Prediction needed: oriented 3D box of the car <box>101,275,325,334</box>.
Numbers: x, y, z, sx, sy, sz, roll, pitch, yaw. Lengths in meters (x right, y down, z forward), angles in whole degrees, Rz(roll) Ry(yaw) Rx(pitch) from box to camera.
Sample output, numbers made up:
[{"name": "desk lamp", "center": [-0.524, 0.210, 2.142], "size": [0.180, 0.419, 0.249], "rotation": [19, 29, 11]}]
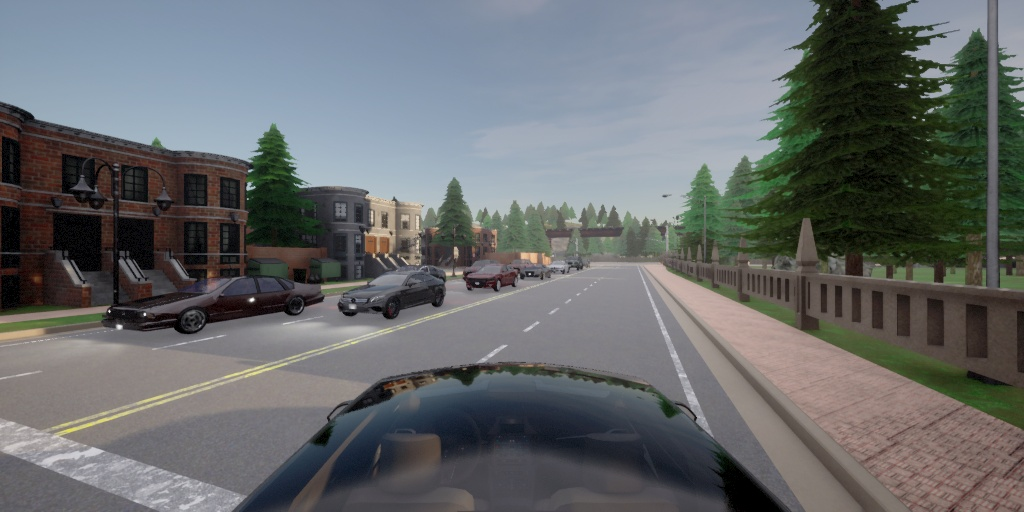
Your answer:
[{"name": "car", "center": [-8.482, 1.297, 11.038], "size": [2.033, 1.411, 5.357], "rotation": [0, 0, 19]}]

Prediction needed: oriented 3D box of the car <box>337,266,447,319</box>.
[{"name": "car", "center": [-4.090, 1.276, 13.088], "size": [1.812, 1.442, 4.674], "rotation": [0, 0, 19]}]

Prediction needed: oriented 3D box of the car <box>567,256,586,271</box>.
[{"name": "car", "center": [8.711, 0.972, 50.837], "size": [2.150, 2.045, 5.566], "rotation": [0, 0, 19]}]

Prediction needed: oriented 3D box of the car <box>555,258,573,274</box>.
[{"name": "car", "center": [5.357, 1.276, 40.960], "size": [1.812, 1.442, 4.674], "rotation": [0, 0, 19]}]

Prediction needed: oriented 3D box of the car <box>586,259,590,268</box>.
[{"name": "car", "center": [12.178, 1.255, 61.010], "size": [1.837, 1.490, 4.892], "rotation": [0, 0, 19]}]

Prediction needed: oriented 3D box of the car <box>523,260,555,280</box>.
[{"name": "car", "center": [2.128, 1.314, 31.407], "size": [1.994, 1.385, 4.181], "rotation": [0, 0, 20]}]

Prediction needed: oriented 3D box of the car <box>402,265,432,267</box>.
[{"name": "car", "center": [-5.442, 1.242, 20.016], "size": [2.128, 1.511, 4.902], "rotation": [0, 0, 18]}]

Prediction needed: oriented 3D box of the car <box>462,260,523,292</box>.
[{"name": "car", "center": [-1.095, 1.228, 21.923], "size": [1.882, 1.535, 5.008], "rotation": [0, 0, 19]}]
